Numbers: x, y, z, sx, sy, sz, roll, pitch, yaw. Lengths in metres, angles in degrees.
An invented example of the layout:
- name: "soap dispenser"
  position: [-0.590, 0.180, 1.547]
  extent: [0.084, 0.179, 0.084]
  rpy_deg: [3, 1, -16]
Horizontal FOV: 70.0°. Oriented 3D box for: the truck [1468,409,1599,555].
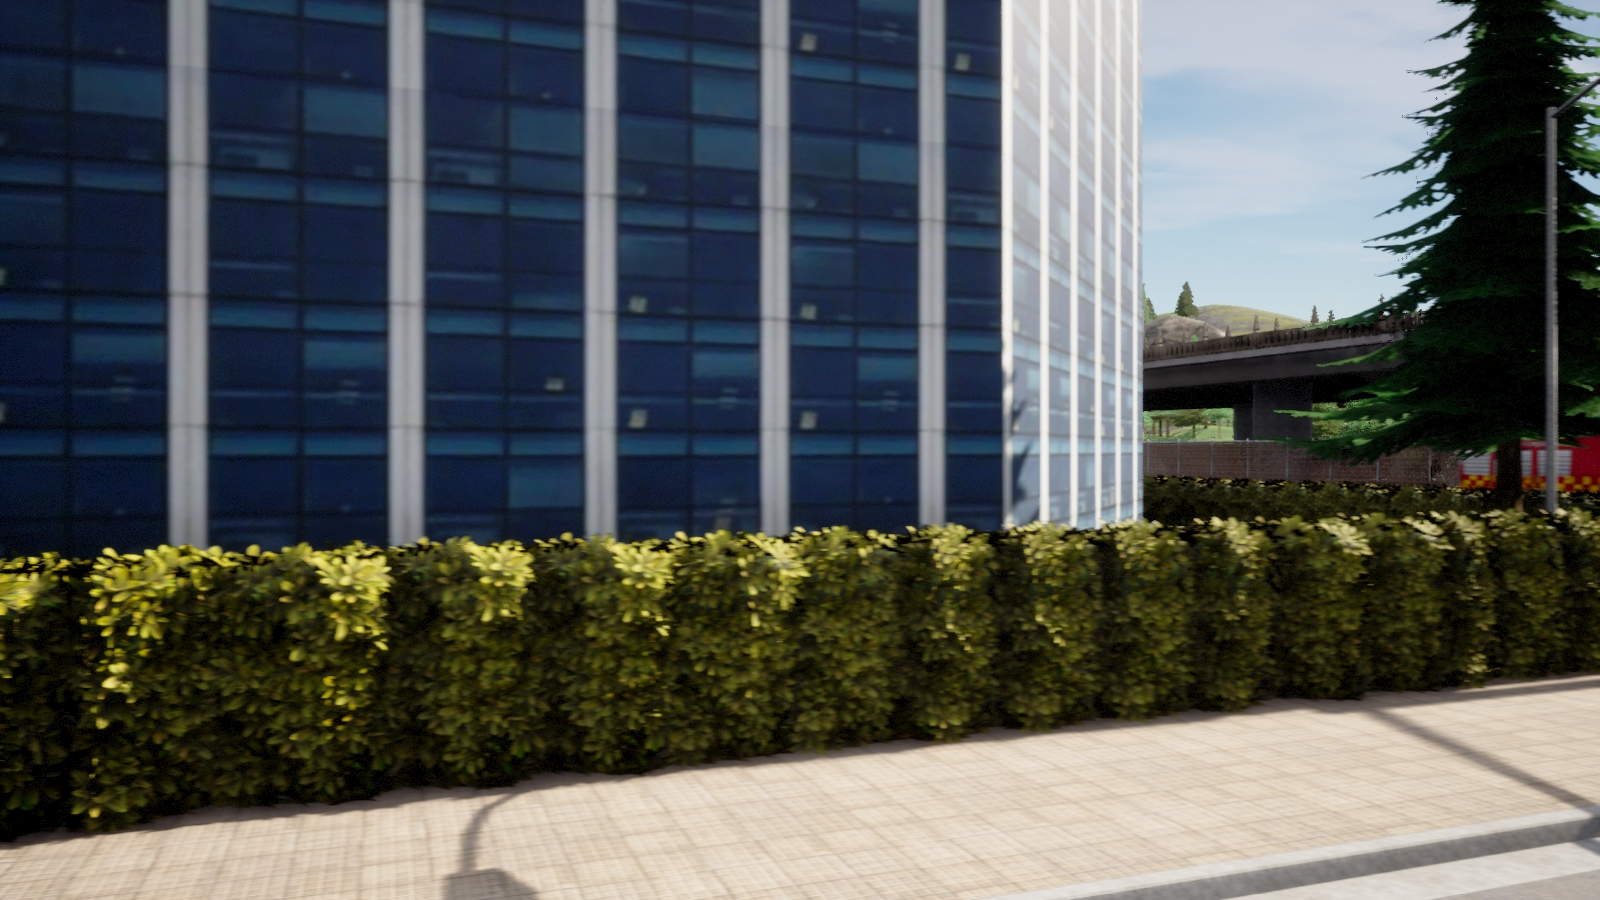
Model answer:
- name: "truck"
  position: [22.459, 0.835, 30.114]
  extent: [2.891, 3.827, 8.468]
  rpy_deg: [0, 0, -20]
